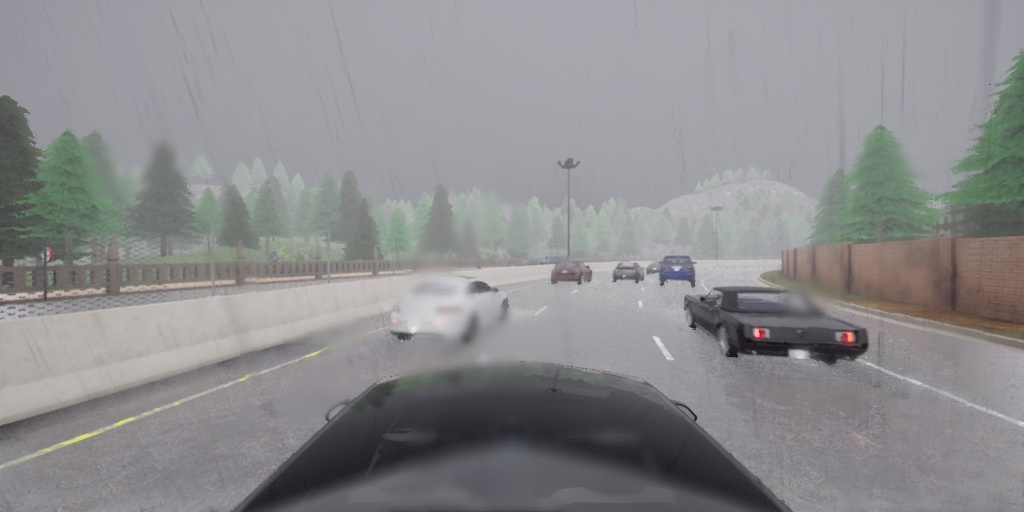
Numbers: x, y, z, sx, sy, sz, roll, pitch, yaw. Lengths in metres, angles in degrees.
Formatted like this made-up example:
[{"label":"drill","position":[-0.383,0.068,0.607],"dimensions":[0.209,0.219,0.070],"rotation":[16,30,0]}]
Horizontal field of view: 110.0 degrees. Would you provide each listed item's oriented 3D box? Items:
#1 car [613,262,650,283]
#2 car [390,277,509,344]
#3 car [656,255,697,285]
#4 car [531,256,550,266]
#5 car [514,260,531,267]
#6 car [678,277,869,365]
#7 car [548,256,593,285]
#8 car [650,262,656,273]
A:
[{"label":"car","position":[9.100,1.237,27.749],"dimensions":[2.128,1.511,4.902],"rotation":[0,0,27]},{"label":"car","position":[-1.435,1.273,9.617],"dimensions":[1.812,1.442,4.674],"rotation":[0,0,14]},{"label":"car","position":[11.765,0.968,25.395],"dimensions":[2.150,2.045,5.566],"rotation":[0,0,26]},{"label":"car","position":[5.355,0.966,48.799],"dimensions":[2.150,2.045,5.566],"rotation":[0,0,36]},{"label":"car","position":[2.339,1.287,50.599],"dimensions":[2.033,1.411,5.357],"rotation":[0,0,36]},{"label":"car","position":[5.357,1.350,8.149],"dimensions":[1.895,1.301,4.718],"rotation":[0,0,14]},{"label":"car","position":[4.506,1.097,26.284],"dimensions":[2.097,1.767,4.553],"rotation":[0,0,24]},{"label":"car","position":[16.228,1.309,39.492],"dimensions":[1.994,1.385,4.181],"rotation":[0,0,35]}]
